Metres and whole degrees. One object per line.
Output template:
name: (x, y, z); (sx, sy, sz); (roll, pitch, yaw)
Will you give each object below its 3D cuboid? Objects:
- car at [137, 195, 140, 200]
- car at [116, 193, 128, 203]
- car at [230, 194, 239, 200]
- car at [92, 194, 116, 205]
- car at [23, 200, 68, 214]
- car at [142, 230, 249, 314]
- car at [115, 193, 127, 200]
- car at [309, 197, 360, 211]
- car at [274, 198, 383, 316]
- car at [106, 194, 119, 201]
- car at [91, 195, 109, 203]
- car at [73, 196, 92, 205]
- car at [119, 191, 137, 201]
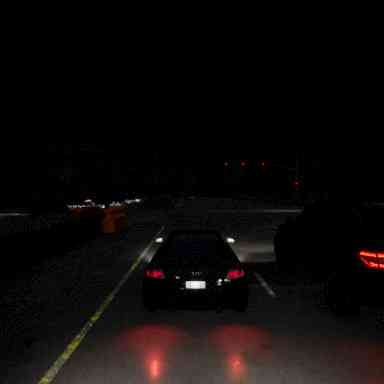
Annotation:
car: (-14.639, 1.287, 85.762); (1.895, 1.301, 4.718); (0, 0, -3)
car: (-14.344, 1.388, 64.273); (1.895, 1.301, 4.718); (0, 0, 0)
car: (10.110, 1.221, 79.224); (1.837, 1.490, 4.892); (0, 0, 0)
car: (-14.336, 1.396, 54.167); (1.994, 1.385, 4.181); (0, 0, 0)
car: (-14.735, 1.489, 33.609); (4.181, 1.385, 1.994); (0, 0, -30)
car: (0.069, 1.563, 7.723); (1.994, 1.385, 4.181); (0, 0, 0)
car: (-18.091, 1.050, 85.012); (2.097, 1.767, 4.553); (0, 0, -3)
car: (16.237, 1.402, 37.995); (4.902, 1.511, 2.128); (0, 0, 0)
car: (3.591, 1.221, 7.652); (2.150, 2.045, 5.566); (0, 0, -2)
car: (-17.865, 1.241, 74.646); (1.837, 1.490, 4.892); (0, 0, 0)
car: (-17.833, 1.332, 64.967); (2.033, 1.411, 5.357); (0, 0, 0)
car: (-17.841, 1.378, 54.539); (2.033, 1.411, 5.357); (0, 0, 0)
car: (-14.362, 0.969, 74.035); (2.150, 2.045, 5.566); (0, 0, 0)
